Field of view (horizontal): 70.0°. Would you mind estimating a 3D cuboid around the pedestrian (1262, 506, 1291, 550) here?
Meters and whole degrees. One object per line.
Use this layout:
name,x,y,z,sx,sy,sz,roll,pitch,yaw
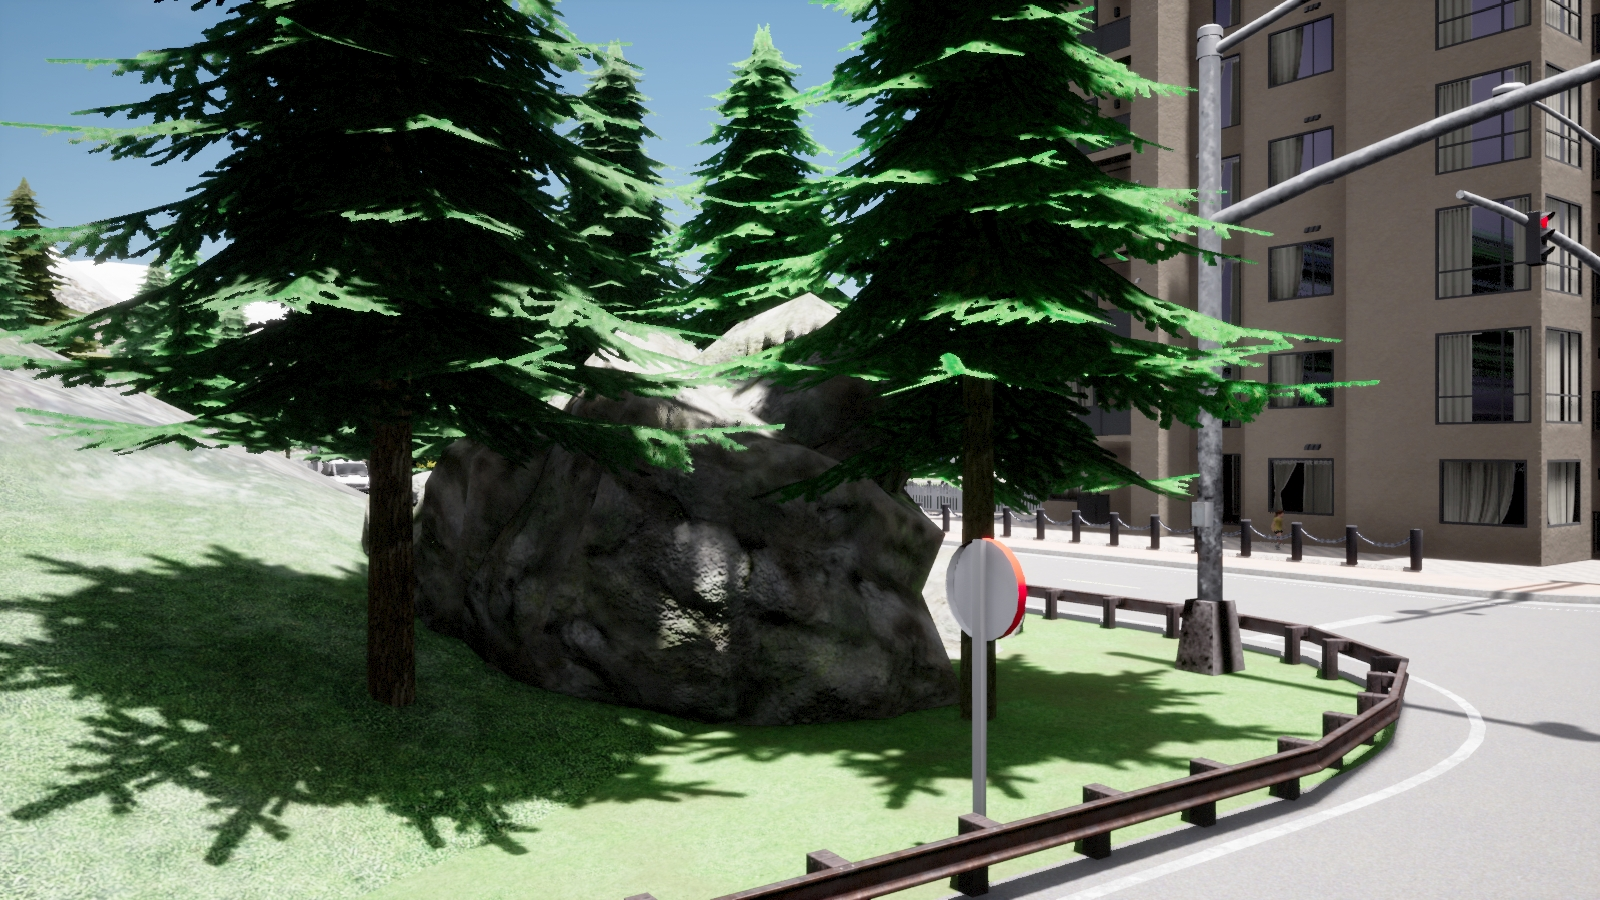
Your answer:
pedestrian,12.490,2.040,29.934,0.500,1.100,0.500,0,0,-33
